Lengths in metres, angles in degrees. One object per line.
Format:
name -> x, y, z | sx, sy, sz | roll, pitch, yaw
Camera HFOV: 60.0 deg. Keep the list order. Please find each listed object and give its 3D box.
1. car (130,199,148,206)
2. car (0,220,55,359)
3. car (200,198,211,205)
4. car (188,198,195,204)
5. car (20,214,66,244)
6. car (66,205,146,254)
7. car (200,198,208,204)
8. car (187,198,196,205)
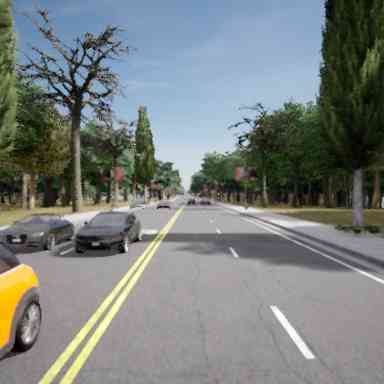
car -> -6.569, 1.460, 41.288 | 1.812, 1.442, 4.674 | 0, -1, 0
car -> -3.354, 1.372, 3.210 | 2.097, 1.767, 4.553 | 0, 0, 0
car -> 3.125, 2.238, 74.322 | 1.812, 1.442, 4.674 | 0, -1, 0
car -> -0.142, 2.269, 84.330 | 1.837, 1.490, 4.892 | 0, -1, 0
car -> -6.615, 1.654, 14.515 | 1.994, 1.385, 4.181 | 0, 0, 0
car -> -3.363, 1.562, 14.154 | 1.882, 1.535, 5.008 | 0, 0, 0
car -> 3.108, 2.290, 84.336 | 1.812, 1.442, 4.674 | 0, -1, 0
car -> -0.124, 2.211, 73.905 | 1.837, 1.490, 4.892 | 0, -1, 0
